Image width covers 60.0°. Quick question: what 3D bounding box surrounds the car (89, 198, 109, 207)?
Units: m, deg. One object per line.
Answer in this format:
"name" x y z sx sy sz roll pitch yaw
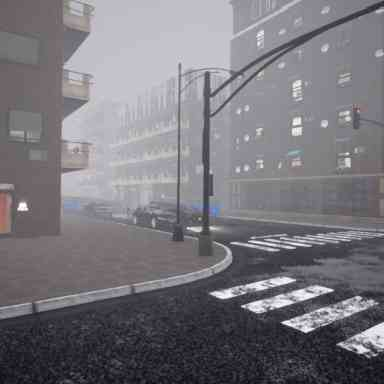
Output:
"car" -15.044 1.730 53.704 1.802 1.307 4.206 1 -1 -35

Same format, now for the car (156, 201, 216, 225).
"car" -0.613 1.585 23.353 1.994 1.385 4.181 1 -1 -35

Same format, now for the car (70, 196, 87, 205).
"car" -21.412 1.606 62.904 1.967 1.590 4.097 1 -1 -35

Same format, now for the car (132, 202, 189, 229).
"car" -2.414 1.540 21.623 2.008 1.369 4.403 1 -1 -35

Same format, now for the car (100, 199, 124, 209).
"car" -11.859 1.684 49.105 1.887 1.381 4.507 1 -1 -35

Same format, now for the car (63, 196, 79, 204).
"car" -24.596 1.615 67.504 1.967 1.590 4.097 1 -1 -35

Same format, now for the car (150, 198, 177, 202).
"car" -3.369 1.586 32.313 1.837 1.490 4.892 1 -1 -34

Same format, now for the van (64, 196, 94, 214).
"van" -11.966 1.361 35.422 1.690 1.788 3.998 1 -1 -35

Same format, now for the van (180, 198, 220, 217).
"van" 0.881 1.440 30.709 1.690 1.788 3.998 1 -1 -35

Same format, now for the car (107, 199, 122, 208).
"car" -9.731 1.541 36.534 2.128 1.511 4.902 1 0 -35

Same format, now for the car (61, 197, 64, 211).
"car" -15.153 1.581 40.020 2.008 1.369 4.403 1 -1 -35

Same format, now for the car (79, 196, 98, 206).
"car" -18.227 1.597 58.305 1.967 1.590 4.097 1 -1 -35

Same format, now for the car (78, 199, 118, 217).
"car" -8.784 1.592 30.821 1.802 1.307 4.206 1 -1 -35
